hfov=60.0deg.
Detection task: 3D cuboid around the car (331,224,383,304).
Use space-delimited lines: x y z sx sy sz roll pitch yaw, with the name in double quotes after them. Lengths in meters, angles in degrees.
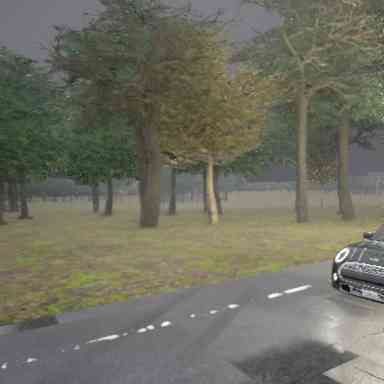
5.254 1.376 7.652 4.553 1.767 2.097 0 0 -35 "car"
